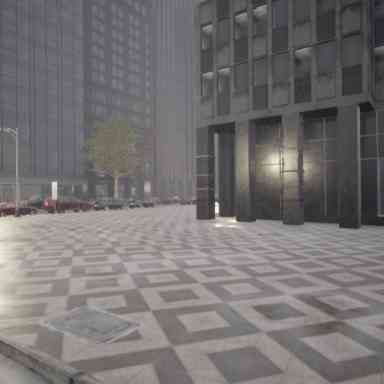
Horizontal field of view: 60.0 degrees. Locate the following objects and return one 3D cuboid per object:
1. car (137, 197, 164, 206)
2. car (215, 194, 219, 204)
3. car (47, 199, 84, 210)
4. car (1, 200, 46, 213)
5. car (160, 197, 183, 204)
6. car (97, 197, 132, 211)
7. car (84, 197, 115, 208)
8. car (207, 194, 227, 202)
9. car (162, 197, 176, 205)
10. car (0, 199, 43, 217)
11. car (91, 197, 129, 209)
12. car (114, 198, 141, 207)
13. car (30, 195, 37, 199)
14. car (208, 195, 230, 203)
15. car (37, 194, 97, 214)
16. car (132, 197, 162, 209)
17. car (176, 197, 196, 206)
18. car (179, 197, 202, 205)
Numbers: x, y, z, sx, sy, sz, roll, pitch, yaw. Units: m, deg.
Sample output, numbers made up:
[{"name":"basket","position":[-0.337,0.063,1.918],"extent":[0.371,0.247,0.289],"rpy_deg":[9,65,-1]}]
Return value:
[{"name":"car","position":[-7.130,1.544,57.806],"extent":[1.752,1.417,4.829],"rpy_deg":[-1,0,35]},{"name":"car","position":[3.180,1.222,57.725],"extent":[2.192,1.841,5.009],"rpy_deg":[-1,0,35]},{"name":"car","position":[-16.664,1.642,44.037],"extent":[1.802,1.307,4.206],"rpy_deg":[-1,0,35]},{"name":"car","position":[-19.874,1.643,39.401],"extent":[1.947,1.339,4.313],"rpy_deg":[-1,0,35]},{"name":"car","position":[-3.822,1.574,62.583],"extent":[1.947,1.339,4.313],"rpy_deg":[-1,0,35]},{"name":"car","position":[-9.658,1.525,39.181],"extent":[1.947,1.339,4.313],"rpy_deg":[-1,0,35]},{"name":"car","position":[-13.455,1.484,48.673],"extent":[1.967,1.590,4.097],"rpy_deg":[-1,0,35]},{"name":"car","position":[5.808,1.296,76.493],"extent":[2.192,1.841,5.009],"rpy_deg":[-1,0,35]},{"name":"car","position":[-4.985,1.587,55.965],"extent":[1.895,1.301,4.718],"rpy_deg":[-1,0,35]},{"name":"car","position":[-16.078,1.577,29.909],"extent":[1.802,1.307,4.206],"rpy_deg":[-1,0,35]},{"name":"car","position":[-11.422,1.504,46.749],"extent":[2.128,1.511,4.902],"rpy_deg":[-1,0,35]},{"name":"car","position":[-10.243,1.613,53.310],"extent":[1.802,1.307,4.206],"rpy_deg":[-1,0,35]},{"name":"car","position":[-17.272,1.264,38.331],"extent":[2.150,2.045,5.566],"rpy_deg":[-1,0,35]},{"name":"car","position":[5.461,1.416,65.535],"extent":[2.128,1.511,4.902],"rpy_deg":[-1,0,35]},{"name":"car","position":[-12.870,1.290,34.546],"extent":[2.192,1.841,5.009],"rpy_deg":[-1,0,35]},{"name":"car","position":[-6.448,1.509,43.816],"extent":[1.947,1.339,4.313],"rpy_deg":[-1,0,35]},{"name":"car","position":[-0.029,1.462,53.088],"extent":[1.887,1.381,4.507],"rpy_deg":[-1,0,35]},{"name":"car","position":[-0.218,1.506,57.319],"extent":[1.994,1.385,4.181],"rpy_deg":[-1,0,34]}]
